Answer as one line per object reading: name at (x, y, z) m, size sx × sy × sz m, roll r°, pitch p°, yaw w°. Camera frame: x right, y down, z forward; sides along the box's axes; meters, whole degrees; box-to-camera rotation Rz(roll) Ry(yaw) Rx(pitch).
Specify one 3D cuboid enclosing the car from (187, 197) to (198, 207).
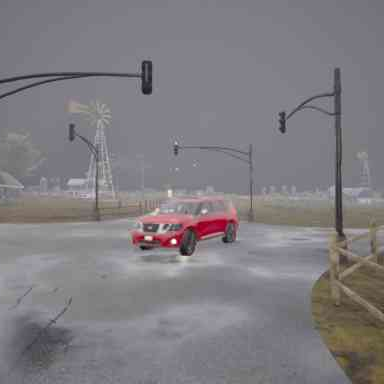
car at (0.069, 1.690, 56.933) m, size 1.837 × 1.490 × 4.892 m, roll 0°, pitch 0°, yaw 0°

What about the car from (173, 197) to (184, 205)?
car at (-2.790, 1.811, 69.078) m, size 2.033 × 1.411 × 5.357 m, roll 0°, pitch 0°, yaw 0°

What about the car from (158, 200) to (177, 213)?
car at (-2.876, 1.661, 39.747) m, size 1.994 × 1.385 × 4.181 m, roll 0°, pitch 0°, yaw 0°

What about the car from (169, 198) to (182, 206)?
car at (-2.865, 1.796, 58.470) m, size 1.895 × 1.301 × 4.718 m, roll 0°, pitch 0°, yaw 0°

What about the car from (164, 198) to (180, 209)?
car at (-2.879, 1.631, 48.489) m, size 2.128 × 1.511 × 4.902 m, roll 0°, pitch 0°, yaw 0°

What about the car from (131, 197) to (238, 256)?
car at (-0.027, 1.231, 13.701) m, size 2.150 × 2.045 × 5.566 m, roll -1°, pitch -1°, yaw 32°

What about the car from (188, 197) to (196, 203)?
car at (-0.039, 1.851, 77.831) m, size 1.812 × 1.442 × 4.674 m, roll 0°, pitch 0°, yaw 0°
